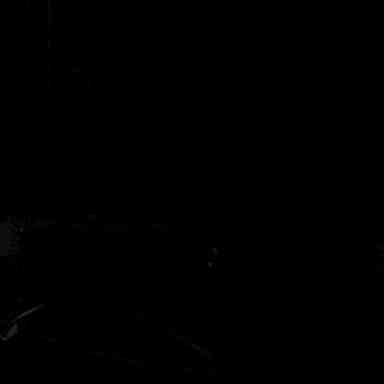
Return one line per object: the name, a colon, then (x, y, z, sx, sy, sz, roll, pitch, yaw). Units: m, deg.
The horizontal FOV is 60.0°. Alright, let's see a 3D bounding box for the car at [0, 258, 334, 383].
car: (-0.753, 1.590, 3.607, 4.313, 1.339, 1.947, -1, 0, 35)
